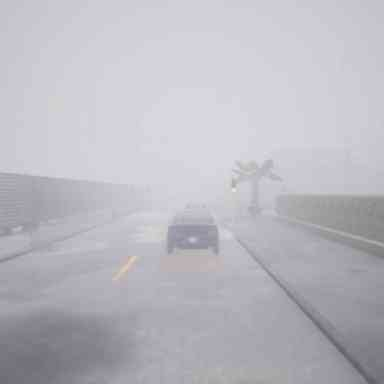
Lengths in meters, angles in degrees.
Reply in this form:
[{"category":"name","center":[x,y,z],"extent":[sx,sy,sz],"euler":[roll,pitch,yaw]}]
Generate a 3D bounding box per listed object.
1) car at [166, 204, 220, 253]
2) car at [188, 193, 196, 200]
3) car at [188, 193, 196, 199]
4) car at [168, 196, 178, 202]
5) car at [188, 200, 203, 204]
[{"category":"car","center":[0.051,1.457,13.547],"extent":[1.882,1.535,5.008],"euler":[0,0,1]},{"category":"car","center":[0.006,1.420,82.569],"extent":[1.994,1.385,4.181],"euler":[0,0,0]},{"category":"car","center":[0.007,1.095,92.576],"extent":[2.097,1.767,4.553],"euler":[0,0,0]},{"category":"car","center":[-3.995,1.444,71.515],"extent":[1.994,1.385,4.181],"euler":[0,0,0]},{"category":"car","center":[0.498,1.560,27.115],"extent":[1.895,1.301,4.718],"euler":[0,0,8]}]
